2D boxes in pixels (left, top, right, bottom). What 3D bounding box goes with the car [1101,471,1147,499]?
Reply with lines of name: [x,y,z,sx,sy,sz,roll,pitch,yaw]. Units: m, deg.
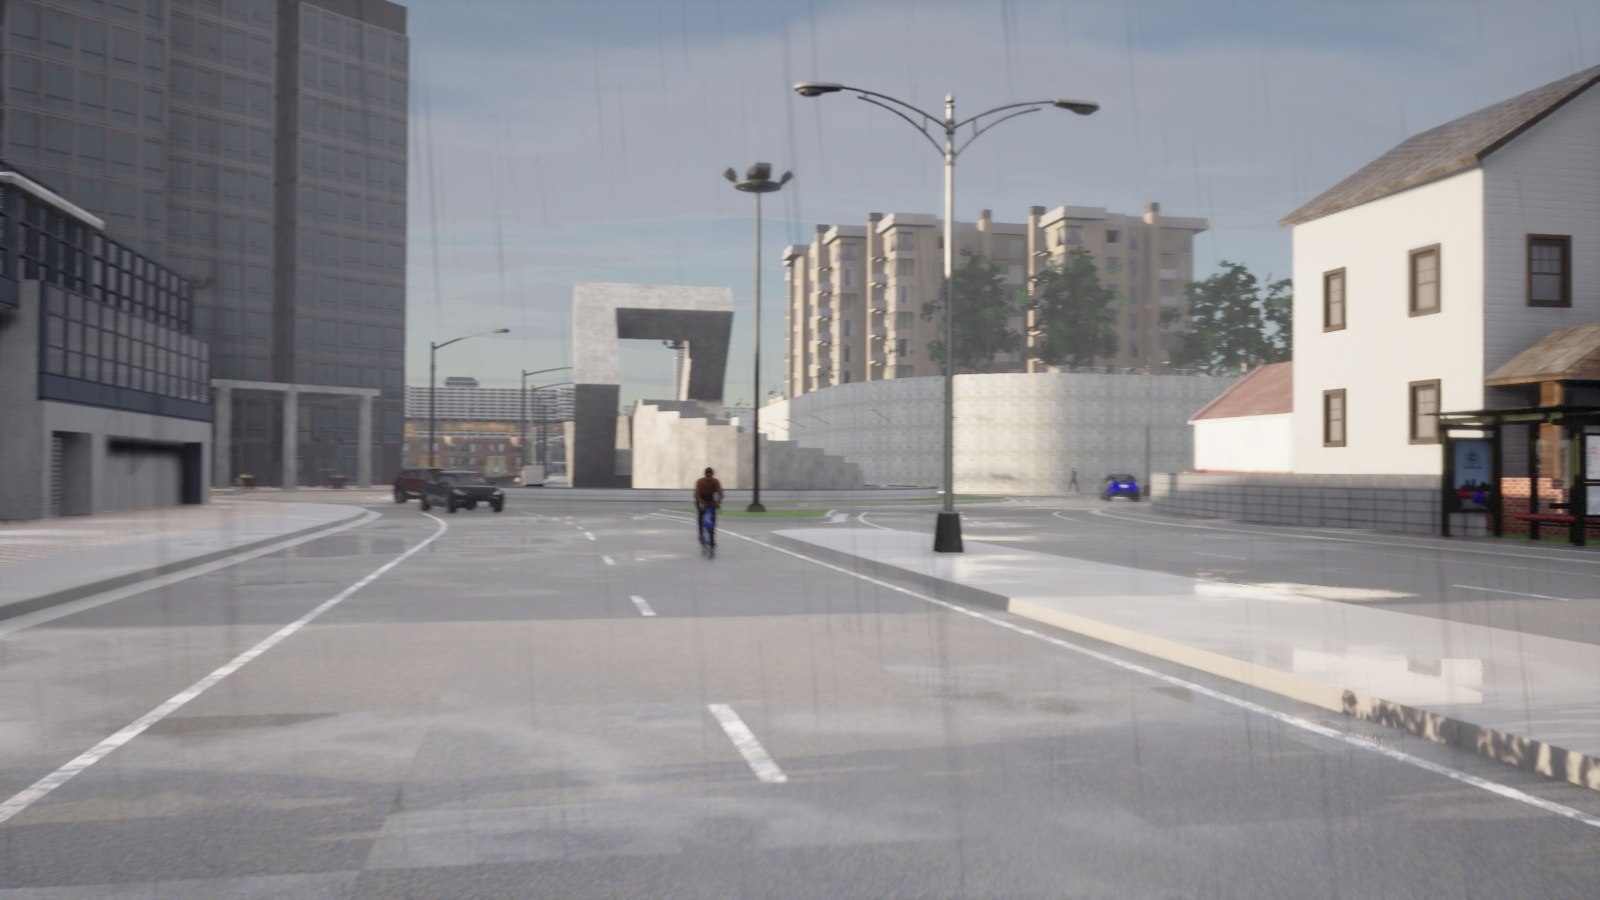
car: [17.974,1.910,69.926,2.007,1.525,4.514,0,-1,8]

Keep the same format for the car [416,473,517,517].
car: [-12.216,1.597,45.756,2.163,1.488,4.792,1,-1,-33]

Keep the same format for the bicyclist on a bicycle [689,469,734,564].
bicyclist on a bicycle: [-1.576,1.143,22.250,0.582,1.620,1.656,0,-1,-12]

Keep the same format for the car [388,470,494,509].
car: [-15.766,1.687,54.986,4.856,1.649,2.033,-1,-1,39]
